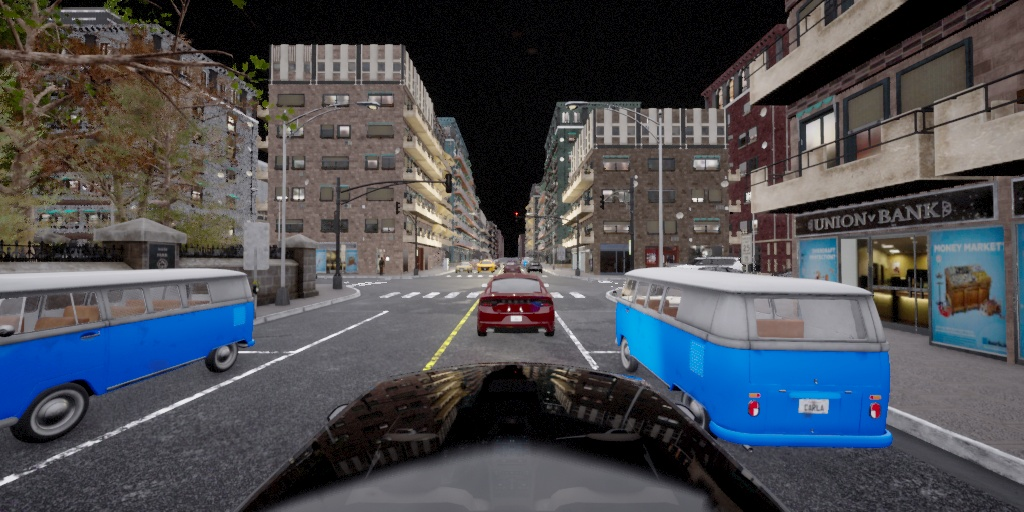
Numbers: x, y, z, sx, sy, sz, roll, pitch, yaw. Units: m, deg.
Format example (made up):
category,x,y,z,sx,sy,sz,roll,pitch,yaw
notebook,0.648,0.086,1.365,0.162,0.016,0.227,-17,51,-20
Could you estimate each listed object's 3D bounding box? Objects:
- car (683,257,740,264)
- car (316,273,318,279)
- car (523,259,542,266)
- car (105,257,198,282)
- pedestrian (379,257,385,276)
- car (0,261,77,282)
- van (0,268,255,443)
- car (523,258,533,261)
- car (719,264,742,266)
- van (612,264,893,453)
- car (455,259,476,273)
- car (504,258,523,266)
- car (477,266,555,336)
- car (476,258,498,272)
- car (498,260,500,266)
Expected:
category,x,y,z,sx,sy,sz,roll,pitch,yaw
car,15.305,1.101,28.531,5.566,2.045,2.150,0,-1,2
car,-16.605,1.139,25.715,4.902,1.511,2.128,0,-1,1
car,2.691,1.331,42.967,1.948,1.339,4.313,0,0,0
car,-25.831,0.950,25.827,4.553,1.767,2.097,0,-1,1
pedestrian,-12.540,0.969,34.408,0.375,1.860,0.375,0,-1,1
car,-35.359,1.094,25.945,5.357,1.411,2.033,0,-1,1
van,-5.656,1.092,5.022,1.690,1.789,3.998,0,0,0
car,2.690,1.318,48.609,2.007,1.370,4.403,0,0,0
car,13.534,1.333,22.755,4.313,1.339,1.948,0,0,1
van,2.658,1.092,5.020,1.690,1.789,3.998,0,0,0
car,-5.690,1.291,42.796,1.751,1.417,4.829,0,0,0
car,0.028,1.290,40.874,1.812,1.442,4.674,0,0,-1
car,0.098,1.230,10.381,1.882,1.535,5.008,0,0,0
car,-3.102,1.243,43.658,1.882,1.535,5.008,0,0,0
car,-3.097,1.318,53.619,2.033,1.411,5.357,0,0,0
